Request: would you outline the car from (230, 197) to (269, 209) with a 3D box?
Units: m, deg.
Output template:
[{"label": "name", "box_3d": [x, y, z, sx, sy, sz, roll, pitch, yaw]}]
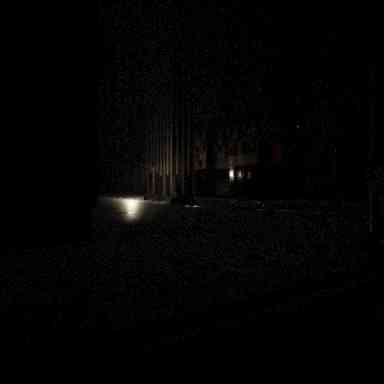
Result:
[{"label": "car", "box_3d": [6.686, 1.231, 38.895, 1.895, 1.301, 4.718, 0, 1, -35]}]

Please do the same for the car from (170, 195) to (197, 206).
[{"label": "car", "box_3d": [-1.197, 1.070, 44.456, 1.994, 1.385, 4.181, 0, 1, -35]}]

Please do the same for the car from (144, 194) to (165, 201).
[{"label": "car", "box_3d": [-6.555, 0.942, 57.850, 1.895, 1.301, 4.718, 0, 1, -35]}]
